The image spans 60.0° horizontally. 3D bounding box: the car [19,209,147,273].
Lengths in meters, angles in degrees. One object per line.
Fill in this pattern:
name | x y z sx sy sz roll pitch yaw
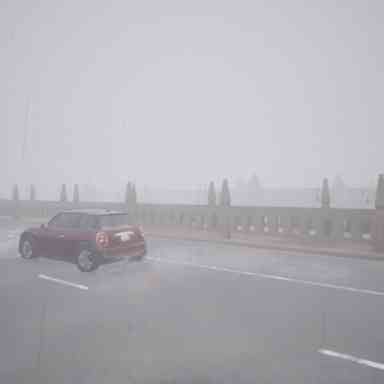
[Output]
car | -3.676 1.353 10.914 4.553 1.767 2.097 0 0 36
